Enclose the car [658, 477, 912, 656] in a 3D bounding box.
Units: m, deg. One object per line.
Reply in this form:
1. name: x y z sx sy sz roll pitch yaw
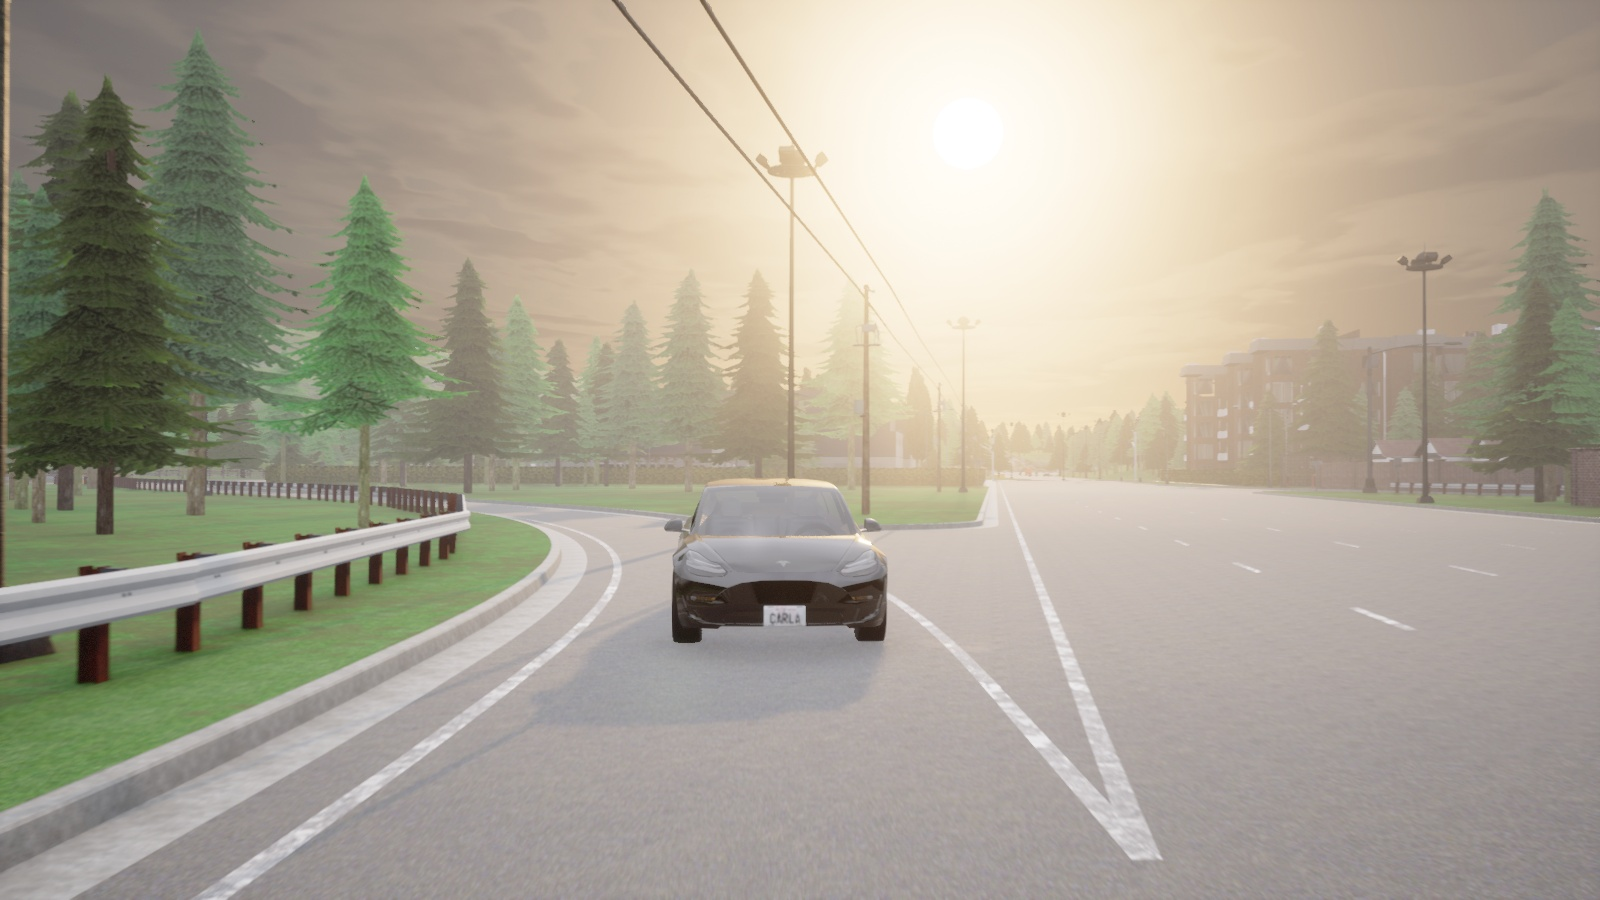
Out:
1. car: -0.303 1.035 13.090 2.163 1.488 4.792 0 -1 -4
